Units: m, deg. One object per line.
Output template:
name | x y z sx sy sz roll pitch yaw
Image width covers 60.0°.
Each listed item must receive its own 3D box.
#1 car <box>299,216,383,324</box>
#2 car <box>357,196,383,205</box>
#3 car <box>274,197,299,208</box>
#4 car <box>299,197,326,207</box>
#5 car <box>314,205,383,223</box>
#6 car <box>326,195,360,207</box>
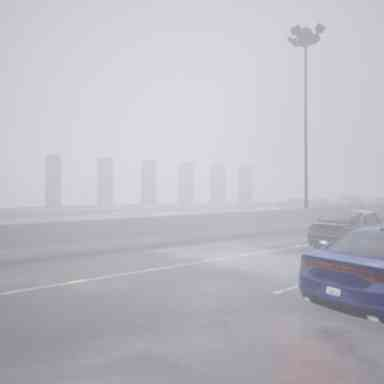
car | 4.298 1.435 6.805 5.008 1.535 1.882 0 0 -35
car | 20.262 1.349 36.066 4.181 1.385 1.994 0 0 -37
car | 13.191 1.335 43.894 5.357 1.411 2.033 0 0 -37
car | 15.772 1.350 41.447 4.181 1.385 1.994 0 0 -37
car | 6.372 1.433 12.577 4.892 1.490 1.837 0 0 -35
car | 18.190 1.134 38.886 4.553 1.767 2.097 -1 0 -37
